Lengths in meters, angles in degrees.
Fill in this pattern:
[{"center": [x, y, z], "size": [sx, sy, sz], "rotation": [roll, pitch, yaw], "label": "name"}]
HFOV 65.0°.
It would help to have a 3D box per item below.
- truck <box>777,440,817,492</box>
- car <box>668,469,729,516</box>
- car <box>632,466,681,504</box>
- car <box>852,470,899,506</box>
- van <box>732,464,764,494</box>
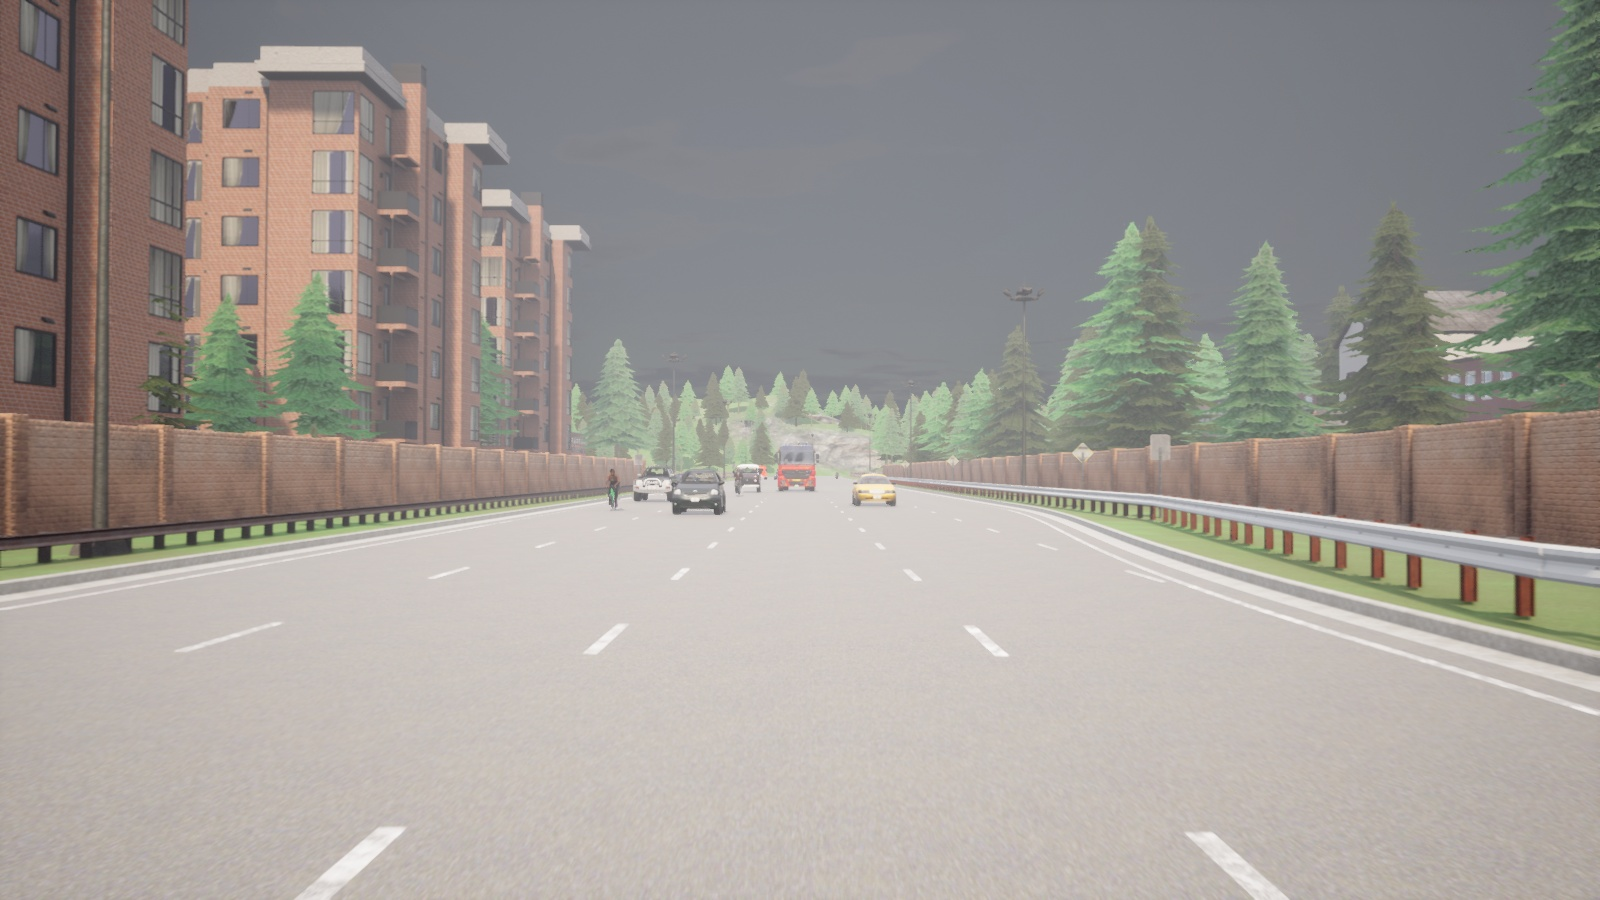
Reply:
[{"center": [-0.240, 1.281, 97.278], "size": [2.891, 3.827, 8.468], "rotation": [0, -1, 0], "label": "truck"}, {"center": [-3.610, 1.485, 45.232], "size": [1.851, 1.617, 3.988], "rotation": [0, -1, 0], "label": "car"}, {"center": [-7.154, 1.716, 63.037], "size": [1.932, 1.855, 4.605], "rotation": [0, -1, 0], "label": "car"}, {"center": [3.361, 1.697, 57.074], "size": [1.801, 1.575, 5.366], "rotation": [0, -1, 0], "label": "car"}, {"center": [-3.720, 2.067, 90.408], "size": [2.069, 2.038, 4.480], "rotation": [0, -1, 0], "label": "van"}]
